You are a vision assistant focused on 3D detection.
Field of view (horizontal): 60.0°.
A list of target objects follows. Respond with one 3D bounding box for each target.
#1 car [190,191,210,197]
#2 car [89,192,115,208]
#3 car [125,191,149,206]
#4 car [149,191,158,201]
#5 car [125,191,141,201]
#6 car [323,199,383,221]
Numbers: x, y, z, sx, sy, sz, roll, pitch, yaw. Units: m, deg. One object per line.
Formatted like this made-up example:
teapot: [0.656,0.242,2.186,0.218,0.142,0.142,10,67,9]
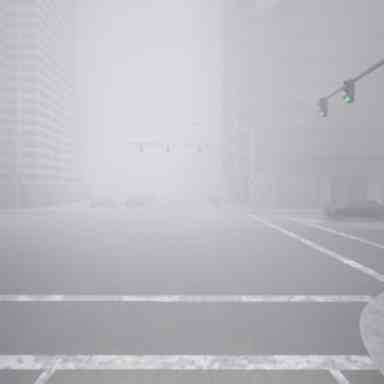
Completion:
car: [1.997,0.474,83.688,4.892,1.490,1.837,0,1,0]
car: [-10.604,1.085,39.799,2.033,1.411,5.357,0,1,0]
car: [-7.098,0.862,42.186,2.097,1.767,4.553,0,1,0]
car: [-7.073,0.690,57.038,2.097,1.767,4.553,0,1,0]
car: [-10.552,0.659,59.667,2.097,1.767,4.553,0,1,0]
car: [11.767,1.250,23.661,4.674,1.442,1.812,0,1,0]
